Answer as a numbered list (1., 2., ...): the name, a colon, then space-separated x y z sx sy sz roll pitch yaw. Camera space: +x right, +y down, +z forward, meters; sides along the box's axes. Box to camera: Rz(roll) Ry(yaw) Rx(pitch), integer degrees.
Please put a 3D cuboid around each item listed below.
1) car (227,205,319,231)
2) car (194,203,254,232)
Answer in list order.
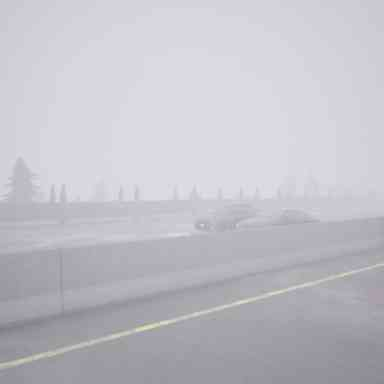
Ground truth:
1. car: 4.095 1.486 15.501 4.674 1.442 1.812 0 0 -36
2. car: 2.146 1.524 18.421 4.181 1.385 1.994 0 0 -36
